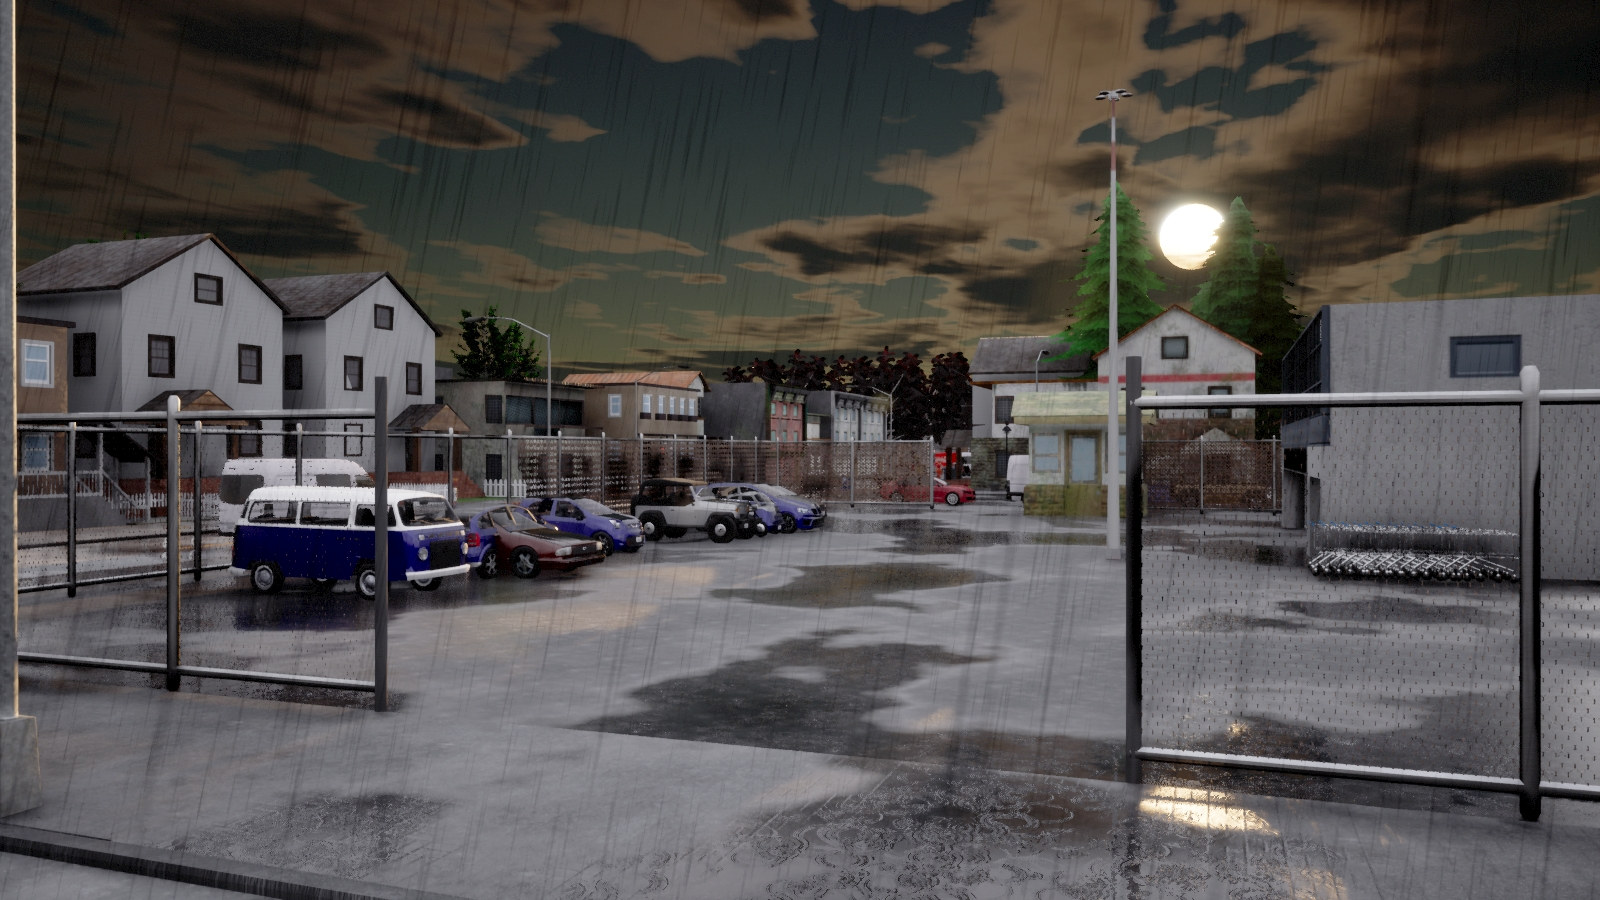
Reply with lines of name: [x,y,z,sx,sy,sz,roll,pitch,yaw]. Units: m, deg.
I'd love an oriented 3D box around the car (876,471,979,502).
car: [6.523,1.843,58.394,4.892,1.480,2.231,0,0,19]

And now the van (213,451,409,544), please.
van: [-14.713,1.319,34.855,1.988,2.561,5.915,0,0,20]

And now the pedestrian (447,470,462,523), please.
pedestrian: [-12.228,1.633,40.396,0.375,1.860,0.375,0,0,11]
